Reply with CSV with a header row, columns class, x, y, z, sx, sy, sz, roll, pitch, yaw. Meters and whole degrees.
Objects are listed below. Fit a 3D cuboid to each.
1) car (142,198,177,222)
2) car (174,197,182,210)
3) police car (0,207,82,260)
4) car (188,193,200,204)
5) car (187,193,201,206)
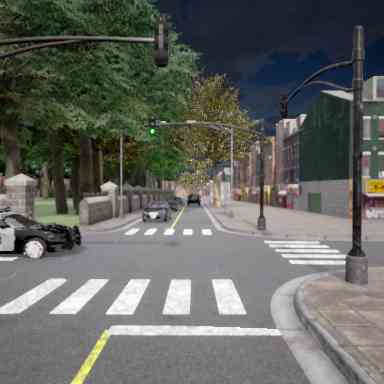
class,x,y,z,sx,sy,sz,roll,pitch,yaw
car,-2.686,1.495,26.220,2.128,1.511,4.902,0,0,2
car,-2.628,1.562,39.361,2.033,1.411,5.357,0,0,0
police car,-6.669,1.385,11.819,5.238,1.638,1.930,1,1,0
car,0.367,1.291,65.906,2.150,2.045,5.566,0,0,0
car,0.309,1.266,55.485,2.150,2.045,5.566,0,0,0
